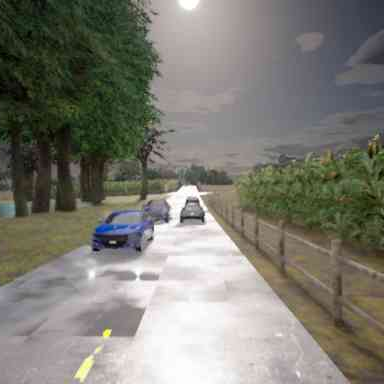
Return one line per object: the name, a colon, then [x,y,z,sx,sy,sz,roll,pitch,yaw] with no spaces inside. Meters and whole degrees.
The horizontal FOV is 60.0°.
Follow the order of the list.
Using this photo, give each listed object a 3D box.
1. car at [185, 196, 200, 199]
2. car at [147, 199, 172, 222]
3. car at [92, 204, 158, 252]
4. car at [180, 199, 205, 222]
car: [0.066,1.243,43.971,1.882,1.535,5.008,0,1,0]
car: [-2.760,1.355,26.299,2.097,1.767,4.553,0,0,0]
car: [-2.794,1.521,14.327,1.882,1.535,5.008,0,0,0]
car: [0.038,1.564,26.760,1.994,1.385,4.181,0,1,0]
